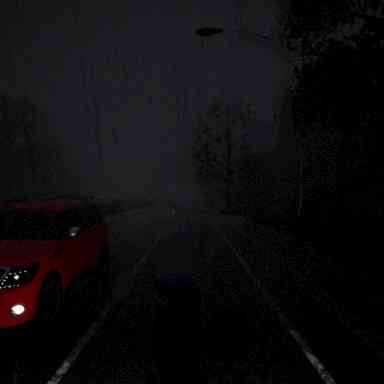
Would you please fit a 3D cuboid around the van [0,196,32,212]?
[{"bbox_3d":[-23.499,1.557,43.140,4.442,1.987,1.878,0,-1,0],"label":"van"}]

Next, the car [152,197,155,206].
[{"bbox_3d":[-10.319,2.180,65.346,4.792,1.488,2.163,0,-1,0],"label":"car"}]

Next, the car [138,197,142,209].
[{"bbox_3d":[-10.306,1.876,48.691,4.892,1.521,2.231,0,-1,0],"label":"car"}]

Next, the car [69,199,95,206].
[{"bbox_3d":[-23.395,2.281,70.956,4.792,1.488,2.163,0,-1,0],"label":"car"}]

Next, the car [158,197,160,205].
[{"bbox_3d":[-10.470,2.306,73.665,5.366,1.575,1.946,0,-1,0],"label":"car"}]

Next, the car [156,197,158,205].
[{"bbox_3d":[-10.281,2.252,70.898,4.892,1.521,2.231,0,-1,0],"label":"car"}]

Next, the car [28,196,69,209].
[{"bbox_3d":[-23.348,1.717,54.346,5.566,2.045,2.435,0,-1,0],"label":"car"}]

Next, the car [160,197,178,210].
[{"bbox_3d":[-3.350,1.940,51.210,1.812,1.442,4.674,0,-1,0],"label":"car"}]

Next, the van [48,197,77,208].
[{"bbox_3d":[-23.256,1.834,59.884,4.442,1.987,1.878,0,-1,0],"label":"van"}]

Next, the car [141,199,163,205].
[{"bbox_3d":[-10.462,2.648,87.539,5.366,1.575,1.946,0,-1,0],"label":"car"}]

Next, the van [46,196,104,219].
[{"bbox_3d":[-10.195,1.328,29.264,4.442,1.987,1.878,0,-1,0],"label":"van"}]

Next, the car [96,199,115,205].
[{"bbox_3d":[-23.352,2.761,90.334,4.674,1.452,2.002,0,-1,0],"label":"car"}]

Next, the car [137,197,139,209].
[{"bbox_3d":[-10.295,1.831,45.915,4.892,1.521,2.231,0,-1,0],"label":"car"}]

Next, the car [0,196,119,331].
[{"bbox_3d":[-3.350,1.220,7.205,2.150,2.045,5.566,0,0,0],"label":"car"}]

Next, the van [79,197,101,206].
[{"bbox_3d":[-23.480,2.145,76.371,4.442,1.987,1.878,0,-1,0],"label":"van"}]

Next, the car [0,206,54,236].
[{"bbox_3d":[-10.320,1.530,18.176,4.674,1.452,2.002,0,0,0],"label":"car"}]

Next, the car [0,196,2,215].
[{"bbox_3d":[-23.359,1.394,34.831,5.566,2.045,2.435,0,-1,0],"label":"car"}]

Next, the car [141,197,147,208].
[{"bbox_3d":[-10.113,1.918,51.467,5.366,1.575,1.946,0,-1,0],"label":"car"}]

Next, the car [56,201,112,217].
[{"bbox_3d":[-10.312,1.640,32.035,4.674,1.452,2.002,0,-1,0],"label":"car"}]

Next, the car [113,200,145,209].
[{"bbox_3d":[-10.267,1.997,54.242,4.792,1.488,2.163,0,-1,0],"label":"car"}]

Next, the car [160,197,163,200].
[{"bbox_3d":[-10.095,2.508,81.989,5.366,1.575,1.946,0,-1,0],"label":"car"}]

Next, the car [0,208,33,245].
[{"bbox_3d":[-10.289,1.518,15.398,4.792,1.488,2.163,0,0,0],"label":"car"}]

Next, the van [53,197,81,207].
[{"bbox_3d":[-23.488,1.880,62.654,4.442,1.987,1.878,0,-1,0],"label":"van"}]

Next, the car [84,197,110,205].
[{"bbox_3d":[-23.388,2.260,82.034,5.566,2.045,2.435,0,-1,0],"label":"car"}]

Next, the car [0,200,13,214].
[{"bbox_3d":[-23.380,1.693,37.722,5.008,1.535,2.097,0,-1,0],"label":"car"}]

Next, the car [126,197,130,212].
[{"bbox_3d":[-10.273,1.612,40.366,4.553,1.767,2.185,0,-1,0],"label":"car"}]

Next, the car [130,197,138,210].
[{"bbox_3d":[-10.118,1.781,43.139,5.366,1.575,1.946,0,-1,0],"label":"car"}]

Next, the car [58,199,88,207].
[{"bbox_3d":[-23.375,2.151,65.420,5.008,1.535,2.097,0,-1,0],"label":"car"}]

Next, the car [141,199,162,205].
[{"bbox_3d":[-10.285,2.582,84.763,4.892,1.521,2.231,0,-1,0],"label":"car"}]

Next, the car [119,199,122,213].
[{"bbox_3d":[-10.302,1.646,34.812,5.008,1.535,2.097,0,-1,0],"label":"car"}]

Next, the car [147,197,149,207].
[{"bbox_3d":[-10.266,2.043,57.018,4.792,1.488,2.163,0,-1,0],"label":"car"}]

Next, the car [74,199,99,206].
[{"bbox_3d":[-23.394,2.336,73.595,4.792,1.488,2.163,0,-1,0],"label":"car"}]

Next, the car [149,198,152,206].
[{"bbox_3d":[-10.264,2.088,59.794,4.792,1.488,2.163,0,-1,0],"label":"car"}]

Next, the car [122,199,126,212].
[{"bbox_3d":[-10.275,1.566,37.590,4.553,1.767,2.185,0,-1,0],"label":"car"}]

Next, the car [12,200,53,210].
[{"bbox_3d":[-23.374,1.876,48.801,5.008,1.535,2.097,0,-1,0],"label":"car"}]

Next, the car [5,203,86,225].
[{"bbox_3d":[-10.344,1.522,23.734,4.792,1.488,2.163,0,0,0],"label":"car"}]

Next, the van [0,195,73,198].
[{"bbox_3d":[-10.199,1.265,20.952,4.442,1.987,1.878,0,0,0],"label":"van"}]
